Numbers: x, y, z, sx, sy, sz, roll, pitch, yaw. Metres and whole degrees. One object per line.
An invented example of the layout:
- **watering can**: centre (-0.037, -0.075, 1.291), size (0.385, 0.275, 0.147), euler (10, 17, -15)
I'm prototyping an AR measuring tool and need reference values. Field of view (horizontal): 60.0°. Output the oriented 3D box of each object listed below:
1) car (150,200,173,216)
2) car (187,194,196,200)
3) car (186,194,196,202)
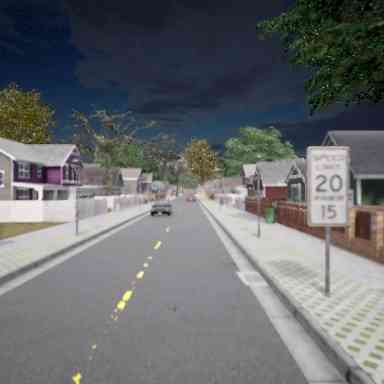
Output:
- **car**: centre (-2.838, 1.477, 31.995), size (2.033, 1.411, 5.357), euler (0, 0, 0)
- **car**: centre (-0.229, 1.258, 82.024), size (2.128, 1.511, 4.902), euler (0, 0, 0)
- **car**: centre (-0.201, 1.405, 72.023), size (1.994, 1.385, 4.181), euler (0, 0, 0)
